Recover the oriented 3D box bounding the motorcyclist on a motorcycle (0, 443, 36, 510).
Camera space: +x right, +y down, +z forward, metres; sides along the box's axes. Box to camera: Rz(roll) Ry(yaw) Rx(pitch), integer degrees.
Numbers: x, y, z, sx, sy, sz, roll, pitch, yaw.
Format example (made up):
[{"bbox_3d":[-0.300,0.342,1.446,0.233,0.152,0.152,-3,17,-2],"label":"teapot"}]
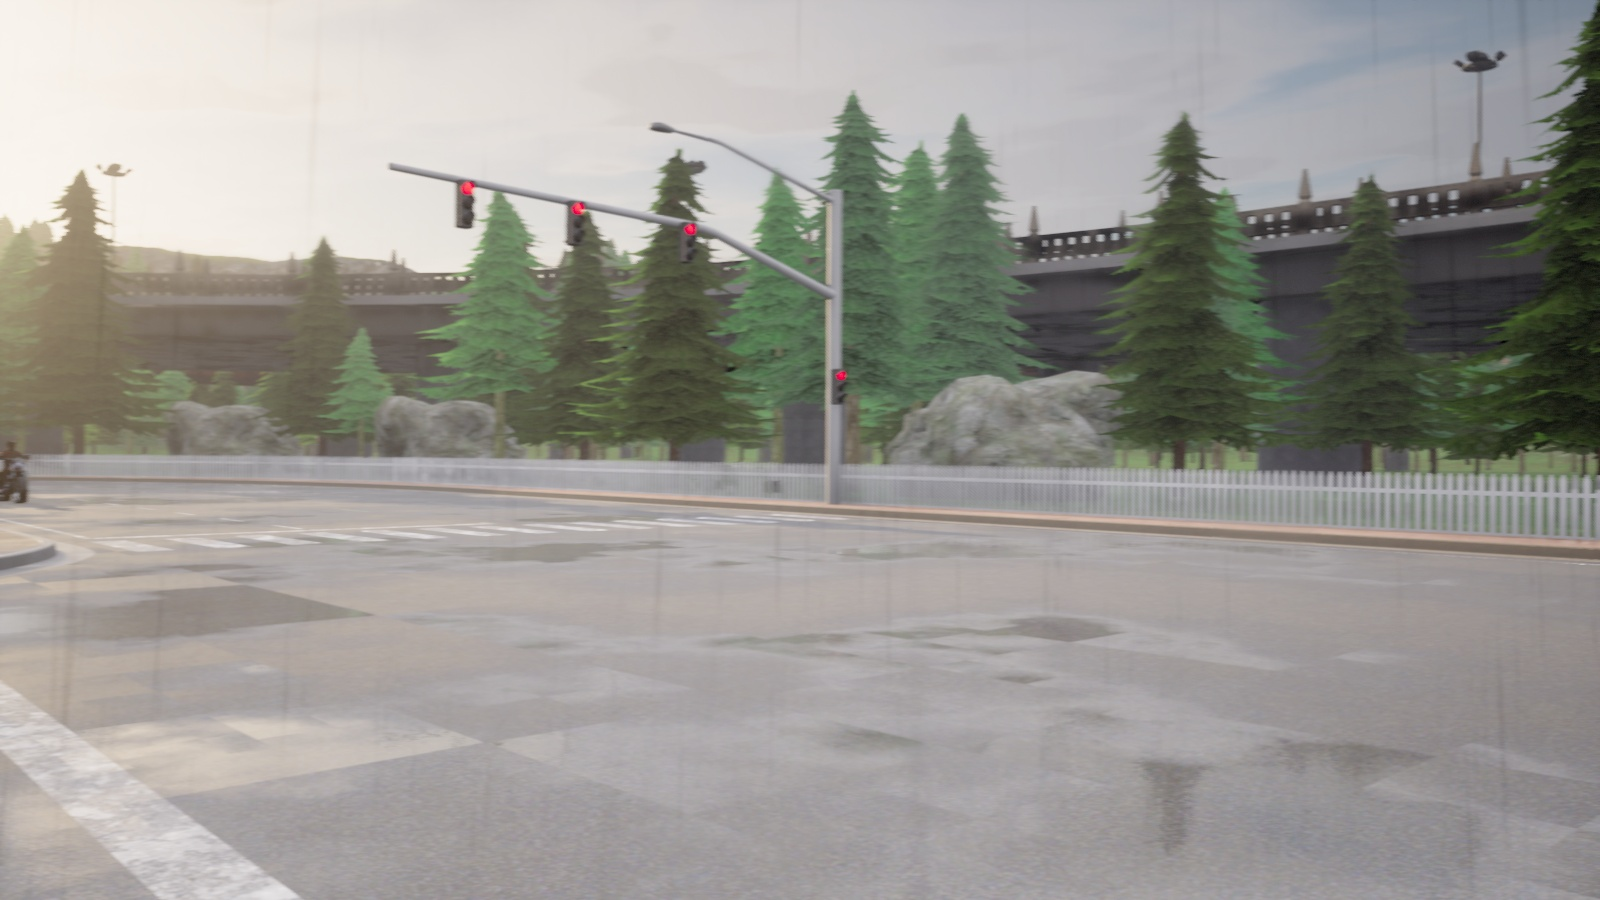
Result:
[{"bbox_3d":[-20.305,0.643,32.151,0.766,1.649,2.350,0,0,-44],"label":"motorcyclist on a motorcycle"}]
